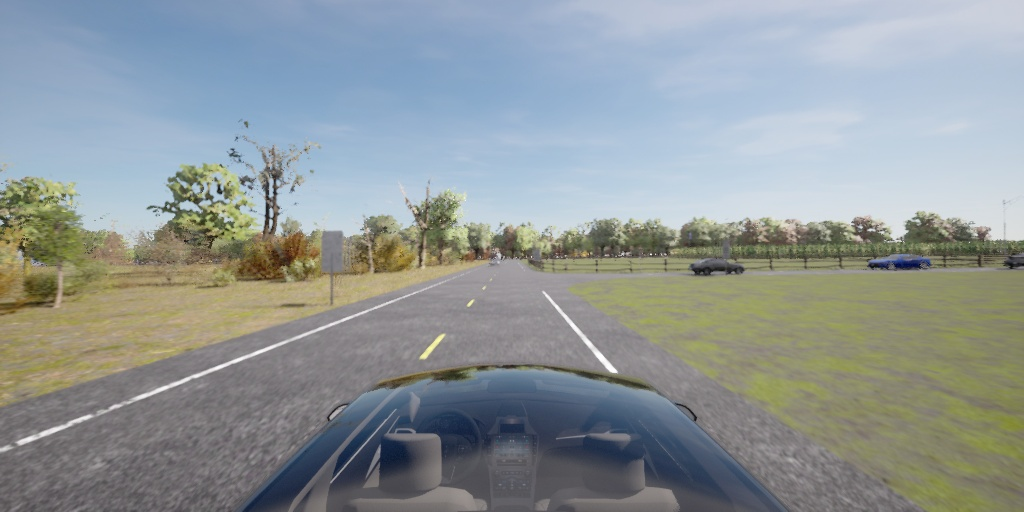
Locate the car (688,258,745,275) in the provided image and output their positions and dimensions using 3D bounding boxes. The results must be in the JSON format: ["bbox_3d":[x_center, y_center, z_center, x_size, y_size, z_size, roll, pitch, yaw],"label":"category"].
[{"bbox_3d":[18.331,0.937,32.221,4.674,1.442,1.812,-1,-1,0],"label":"car"}]

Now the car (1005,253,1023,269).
[{"bbox_3d":[47.833,0.432,32.368,4.902,1.511,2.128,-1,-1,0],"label":"car"}]

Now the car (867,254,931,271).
[{"bbox_3d":[37.874,0.608,35.182,5.008,1.535,1.882,-1,-1,0],"label":"car"}]

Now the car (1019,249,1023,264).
[{"bbox_3d":[53.513,-0.006,35.201,4.892,1.490,1.837,-1,-1,0],"label":"car"}]
